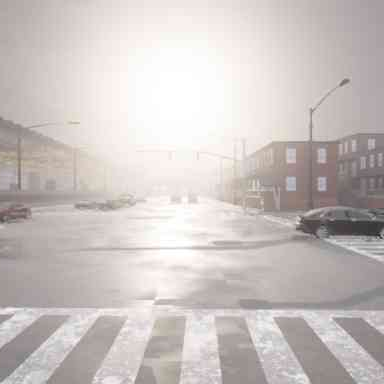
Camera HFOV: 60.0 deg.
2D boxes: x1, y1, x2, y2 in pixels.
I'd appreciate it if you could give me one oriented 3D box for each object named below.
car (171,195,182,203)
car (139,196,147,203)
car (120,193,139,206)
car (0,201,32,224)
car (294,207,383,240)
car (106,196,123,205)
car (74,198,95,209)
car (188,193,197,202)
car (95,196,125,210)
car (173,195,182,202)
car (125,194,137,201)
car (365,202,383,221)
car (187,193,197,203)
[{"bbox_3d":[-3.364,1.350,70.202,2.097,1.767,4.553,0,0,0],"label":"car"},{"bbox_3d":[-10.435,1.523,68.441,1.812,1.442,4.674,0,0,0],"label":"car"},{"bbox_3d":[-10.538,1.222,53.719,2.150,2.045,5.566,0,0,0],"label":"car"},{"bbox_3d":[-14.077,1.477,25.199,1.882,1.535,5.008,0,0,0],"label":"car"},{"bbox_3d":[7.561,1.504,16.295,4.892,1.490,1.837,0,1,6],"label":"car"},{"bbox_3d":[-14.007,1.475,60.370,1.882,1.535,5.008,0,0,0],"label":"car"},{"bbox_3d":[-14.056,1.546,44.566,2.033,1.411,5.357,0,0,0],"label":"car"},{"bbox_3d":[0.078,1.222,80.265,2.150,2.045,5.566,0,0,0],"label":"car"},{"bbox_3d":[-10.569,1.599,43.200,1.895,1.301,4.718,0,0,3],"label":"car"},{"bbox_3d":[-3.422,1.475,80.488,1.882,1.535,5.008,0,0,0],"label":"car"},{"bbox_3d":[-13.926,1.289,76.381,1.882,1.535,5.008,0,0,0],"label":"car"},{"bbox_3d":[17.061,1.546,26.642,5.357,1.411,2.033,0,0,0],"label":"car"},{"bbox_3d":[0.167,1.545,69.632,2.033,1.411,5.357,0,0,0],"label":"car"}]
